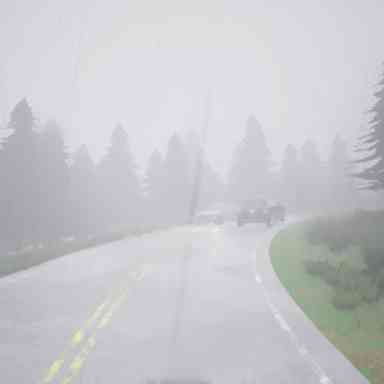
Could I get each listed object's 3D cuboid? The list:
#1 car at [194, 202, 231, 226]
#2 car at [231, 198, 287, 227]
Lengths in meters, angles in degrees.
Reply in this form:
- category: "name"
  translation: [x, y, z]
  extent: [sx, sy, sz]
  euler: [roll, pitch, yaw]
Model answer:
- category: "car"
  translation: [1.925, 1.481, 23.245]
  extent: [1.812, 1.442, 4.674]
  euler: [-4, -1, 33]
- category: "car"
  translation: [4.492, 1.136, 21.032]
  extent: [2.097, 1.767, 4.553]
  euler: [-3, 0, 29]
